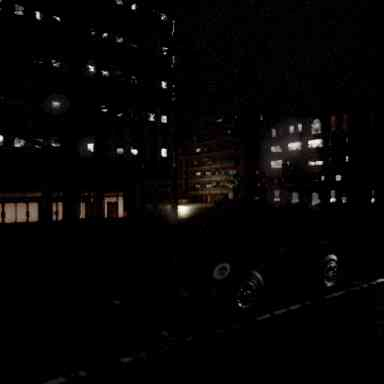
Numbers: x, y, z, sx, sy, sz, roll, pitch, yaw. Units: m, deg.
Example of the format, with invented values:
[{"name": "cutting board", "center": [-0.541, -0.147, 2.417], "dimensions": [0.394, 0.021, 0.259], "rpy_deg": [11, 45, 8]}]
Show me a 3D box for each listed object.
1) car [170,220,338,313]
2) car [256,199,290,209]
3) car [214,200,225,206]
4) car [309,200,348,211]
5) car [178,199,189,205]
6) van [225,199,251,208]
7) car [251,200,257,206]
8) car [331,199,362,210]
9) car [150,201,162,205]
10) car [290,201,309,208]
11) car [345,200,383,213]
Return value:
[{"name": "car", "center": [1.480, 1.459, 7.624], "dimensions": [4.097, 1.590, 1.967], "rpy_deg": [0, -1, -36]}, {"name": "car", "center": [13.684, 2.278, 56.501], "dimensions": [1.887, 1.381, 4.507], "rpy_deg": [-1, 0, -36]}, {"name": "car", "center": [7.055, 2.621, 80.082], "dimensions": [1.802, 1.307, 4.206], "rpy_deg": [-1, 0, -36]}, {"name": "car", "center": [19.765, 2.132, 48.028], "dimensions": [2.008, 1.369, 4.403], "rpy_deg": [-1, 0, -36]}, {"name": "car", "center": [-2.749, 2.725, 93.613], "dimensions": [1.967, 1.590, 4.097], "rpy_deg": [-1, 0, -36]}, {"name": "van", "center": [8.762, 2.199, 63.386], "dimensions": [1.690, 1.788, 3.998], "rpy_deg": [-1, 0, -36]}, {"name": "car", "center": [13.590, 2.315, 71.064], "dimensions": [1.967, 1.590, 4.097], "rpy_deg": [-1, 0, -36]}, {"name": "car", "center": [25.447, 2.021, 54.907], "dimensions": [1.967, 1.590, 4.097], "rpy_deg": [-1, 0, -36]}, {"name": "car", "center": [-9.533, 2.867, 88.698], "dimensions": [2.008, 1.369, 4.403], "rpy_deg": [-1, 0, -36]}, {"name": "car", "center": [20.187, 2.294, 62.088], "dimensions": [1.802, 1.307, 4.206], "rpy_deg": [-1, 0, -36]}, {"name": "car", "center": [23.032, 2.051, 43.518], "dimensions": [2.008, 1.369, 4.403], "rpy_deg": [-1, 0, -36]}]
